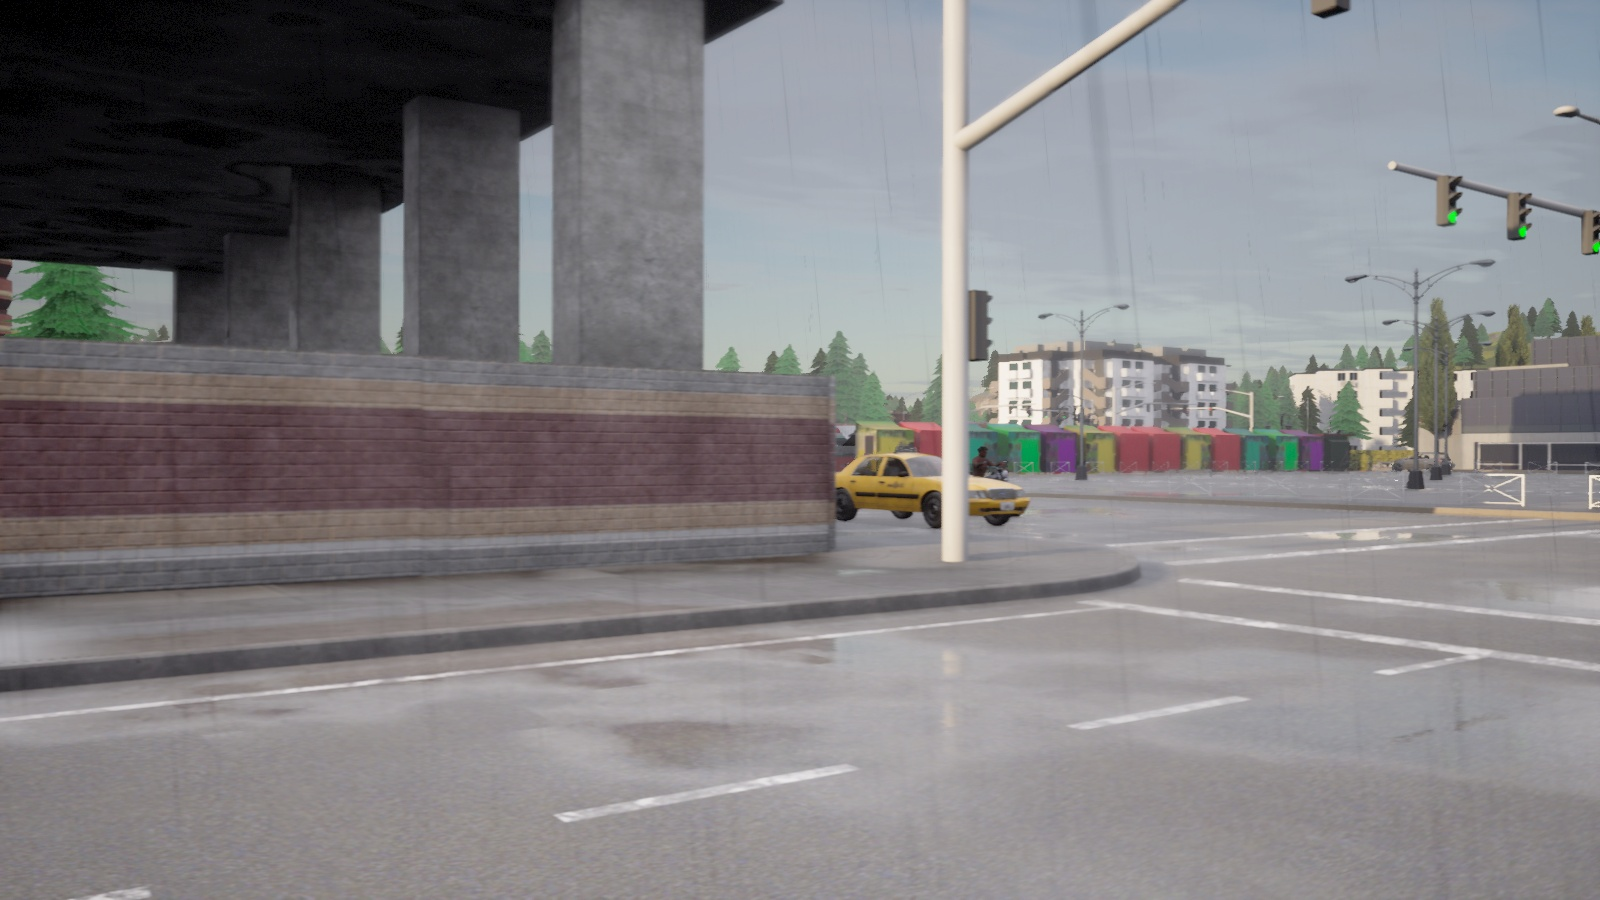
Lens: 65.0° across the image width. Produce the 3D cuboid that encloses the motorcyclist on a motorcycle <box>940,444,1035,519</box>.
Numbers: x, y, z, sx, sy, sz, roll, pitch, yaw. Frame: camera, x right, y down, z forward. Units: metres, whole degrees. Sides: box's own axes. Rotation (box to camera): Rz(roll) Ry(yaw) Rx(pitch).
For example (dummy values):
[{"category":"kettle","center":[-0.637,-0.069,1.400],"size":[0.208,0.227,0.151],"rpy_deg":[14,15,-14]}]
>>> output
[{"category":"motorcyclist on a motorcycle","center":[4.301,0.702,28.952],"size":[0.766,1.649,2.350],"rpy_deg":[0,0,-35]}]

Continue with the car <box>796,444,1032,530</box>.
[{"category":"car","center":[2.189,0.687,25.868],"size":[1.801,1.575,5.366],"rpy_deg":[0,0,-35]}]
